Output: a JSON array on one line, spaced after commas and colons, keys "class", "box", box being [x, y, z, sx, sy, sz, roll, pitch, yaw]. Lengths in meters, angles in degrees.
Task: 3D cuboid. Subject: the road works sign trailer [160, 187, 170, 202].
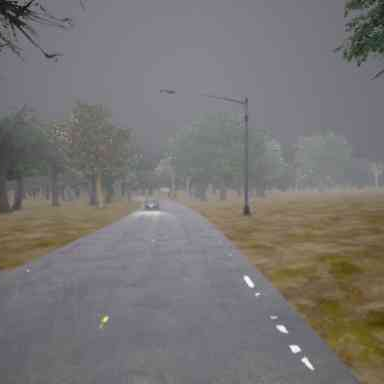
[{"class": "road works sign trailer", "box": [-6.410, 0.599, 78.962, 2.380, 3.560, 2.880, 0, 0, -10]}]

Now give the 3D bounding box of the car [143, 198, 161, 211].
[{"class": "car", "box": [-4.877, 1.463, 40.734, 2.128, 1.511, 4.902, 0, 0, -5]}]
